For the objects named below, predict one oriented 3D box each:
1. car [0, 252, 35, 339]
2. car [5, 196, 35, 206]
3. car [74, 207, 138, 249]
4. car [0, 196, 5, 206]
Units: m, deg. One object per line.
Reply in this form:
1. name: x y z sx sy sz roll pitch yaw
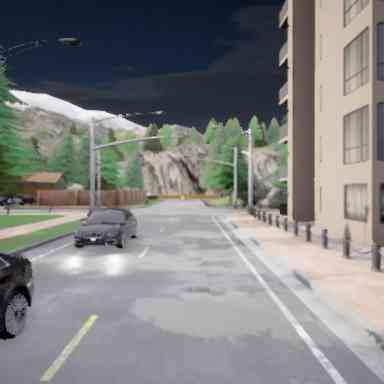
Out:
1. car: -3.597 1.485 3.750 2.128 1.511 4.902 0 0 0
2. car: -25.042 1.061 49.041 1.932 1.855 4.605 0 0 -1
3. car: -3.572 1.474 14.546 1.837 1.490 4.892 0 0 1
4. car: -27.546 1.065 48.594 1.905 1.878 3.866 0 0 -1
